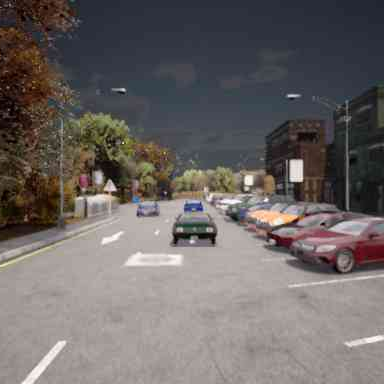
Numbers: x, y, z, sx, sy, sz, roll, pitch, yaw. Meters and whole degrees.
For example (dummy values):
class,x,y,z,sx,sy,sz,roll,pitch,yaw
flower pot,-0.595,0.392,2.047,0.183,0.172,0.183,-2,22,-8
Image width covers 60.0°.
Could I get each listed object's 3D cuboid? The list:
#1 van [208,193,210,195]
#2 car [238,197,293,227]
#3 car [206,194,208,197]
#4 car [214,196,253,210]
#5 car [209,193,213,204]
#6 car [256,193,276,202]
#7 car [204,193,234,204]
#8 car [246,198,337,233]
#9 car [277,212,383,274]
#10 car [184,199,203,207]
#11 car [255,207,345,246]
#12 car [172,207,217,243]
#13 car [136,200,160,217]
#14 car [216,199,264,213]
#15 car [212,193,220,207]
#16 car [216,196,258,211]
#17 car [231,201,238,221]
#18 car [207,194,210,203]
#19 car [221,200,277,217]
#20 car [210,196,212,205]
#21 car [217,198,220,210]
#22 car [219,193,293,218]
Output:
class,x,y,z,sx,sy,sz,roll,pitch,yaw
van,5.590,1.314,55.476,4.442,1.987,1.878,1,0,-20
car,5.375,1.349,19.404,4.553,1.767,2.185,1,0,-20
car,5.310,1.550,61.375,5.366,1.575,1.946,1,0,-20
car,5.412,1.379,43.411,4.553,1.767,2.185,1,0,-20
car,5.498,1.396,49.428,4.553,1.767,2.185,1,0,-20
car,18.498,1.378,83.441,2.435,2.045,5.566,0,1,-21
car,5.508,1.322,67.468,5.566,2.045,2.435,1,0,-20
car,5.364,1.349,16.403,4.553,1.767,2.185,1,0,-20
car,5.317,1.517,10.391,4.674,1.452,2.002,1,0,-20
car,0.158,1.478,34.061,1.882,1.535,5.008,0,0,0
car,5.295,1.504,13.383,4.792,1.488,2.163,1,0,-20
car,0.117,1.589,15.877,1.895,1.301,4.718,0,0,0
car,-3.989,1.522,30.886,1.812,1.442,4.674,0,0,0
car,5.393,1.522,37.395,4.792,1.488,2.163,1,0,-20
car,5.383,1.235,34.396,5.566,2.045,2.435,1,0,-20
car,5.400,1.372,40.410,4.553,1.767,2.185,1,0,-20
car,5.350,1.515,22.401,4.674,1.452,2.002,1,0,-20
car,5.464,1.529,52.431,5.008,1.535,2.097,1,0,-20
car,5.364,1.512,31.394,4.792,1.488,2.163,1,0,-20
car,5.455,1.553,46.419,4.674,1.452,2.002,1,0,-20
car,5.205,1.474,28.337,5.366,1.575,1.946,1,0,-20
car,5.356,1.226,25.379,5.566,2.045,2.435,1,0,-20
